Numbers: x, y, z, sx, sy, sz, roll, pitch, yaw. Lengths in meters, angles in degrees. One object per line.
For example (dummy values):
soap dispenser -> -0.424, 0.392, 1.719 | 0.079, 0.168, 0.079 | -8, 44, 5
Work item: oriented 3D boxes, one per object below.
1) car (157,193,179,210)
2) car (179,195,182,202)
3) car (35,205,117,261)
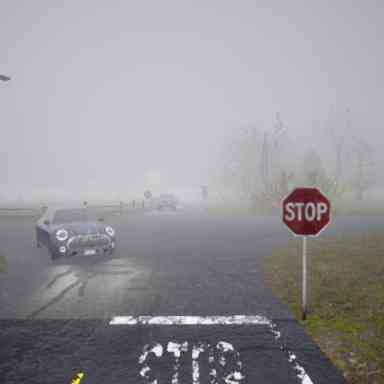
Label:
car -> -3.150, 1.191, 42.115 | 2.150, 2.045, 5.566 | 0, 0, 0
car -> -3.166, 1.549, 55.937 | 1.895, 1.301, 4.718 | 0, 0, 0
car -> -4.496, 1.351, 12.562 | 2.097, 1.767, 4.553 | -1, 0, -34
